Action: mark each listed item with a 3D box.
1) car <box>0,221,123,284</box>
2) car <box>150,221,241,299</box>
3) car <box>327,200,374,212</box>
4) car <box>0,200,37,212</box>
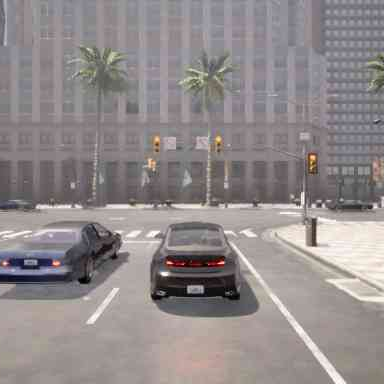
[{"bbox_3d":[-3.422,1.547,9.597,2.033,1.411,5.357,0,0,0],"label":"car"},{"bbox_3d":[0.074,1.505,8.403,1.837,1.490,4.892,0,0,0],"label":"car"},{"bbox_3d":[18.215,1.600,38.483,4.718,1.301,1.895,0,0,0],"label":"car"},{"bbox_3d":[-20.708,1.600,38.590,4.718,1.301,1.895,0,0,0],"label":"car"}]
